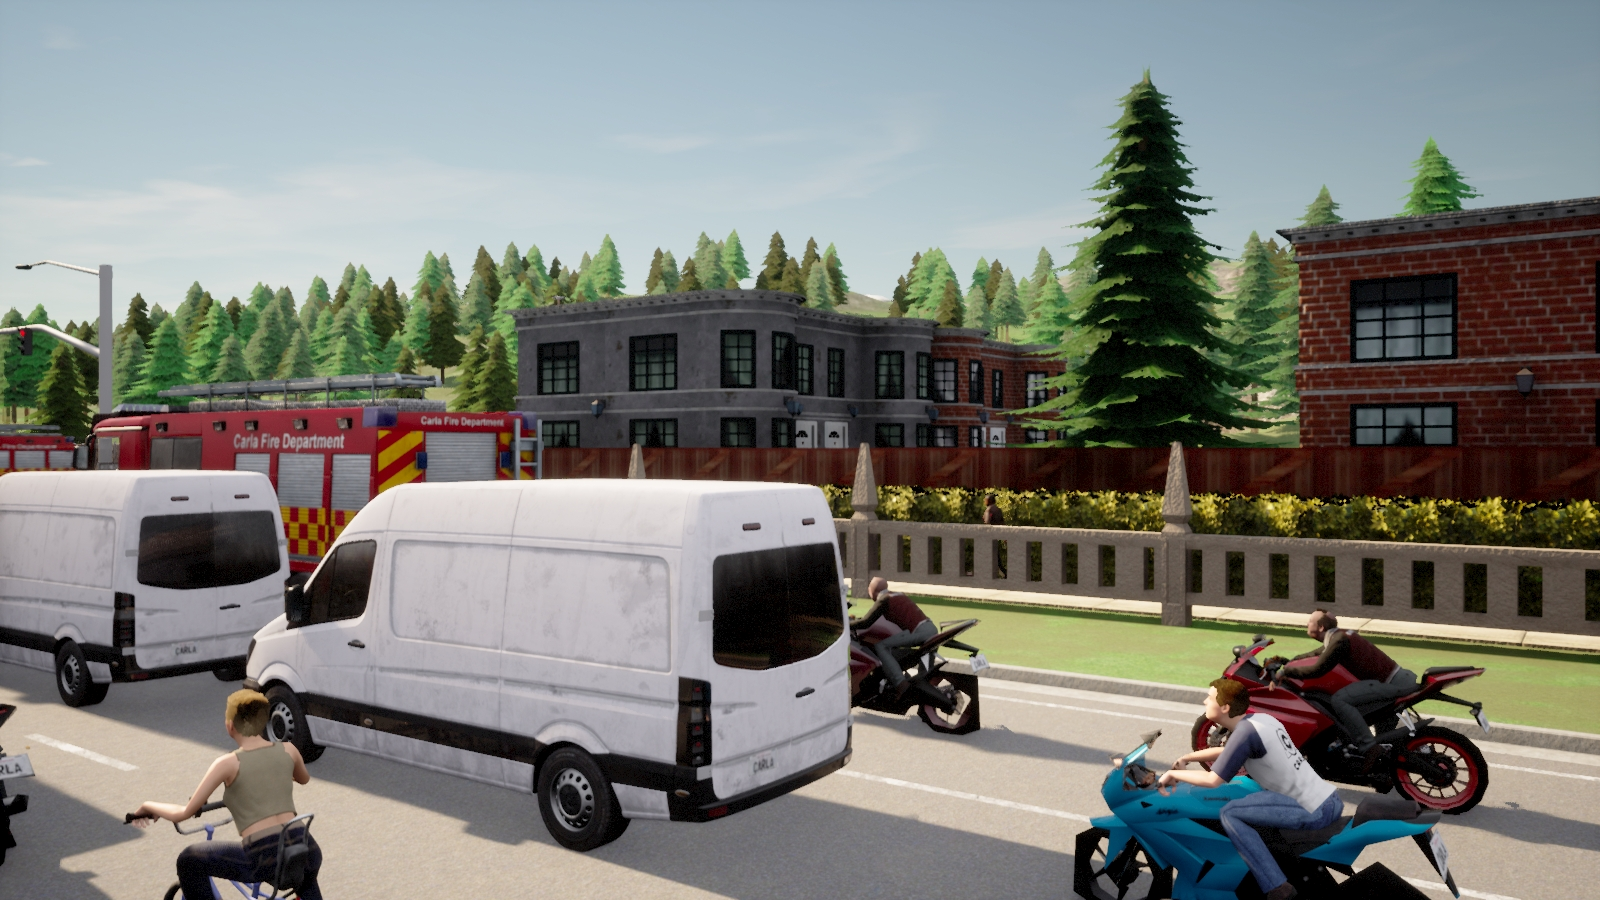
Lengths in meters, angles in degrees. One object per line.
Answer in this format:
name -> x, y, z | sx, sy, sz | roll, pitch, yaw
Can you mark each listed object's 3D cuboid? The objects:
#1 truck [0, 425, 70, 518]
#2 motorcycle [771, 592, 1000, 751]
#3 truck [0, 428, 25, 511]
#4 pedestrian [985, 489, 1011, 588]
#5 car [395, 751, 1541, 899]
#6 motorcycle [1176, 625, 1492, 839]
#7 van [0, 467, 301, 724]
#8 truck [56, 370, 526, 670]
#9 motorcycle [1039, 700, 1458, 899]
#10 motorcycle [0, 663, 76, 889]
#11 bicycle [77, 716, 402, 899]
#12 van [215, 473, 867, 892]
truck -> -34.777, 0.876, 46.099 | 2.891, 3.827, 8.468 | 0, 0, 36
motorcycle -> 0.853, 2.203, 11.733 | 2.209, 1.251, 0.867 | 0, 0, 35
truck -> -40.158, 0.874, 51.249 | 2.891, 3.827, 8.468 | 0, 0, 41
pedestrian -> 3.802, 1.694, 21.931 | 0.375, 1.860, 0.375 | 0, 0, 35
car -> 0.981, 2.065, 3.100 | 4.193, 1.474, 1.816 | 0, 0, 35
motorcycle -> 4.314, 2.204, 9.310 | 2.209, 1.251, 0.867 | 0, 0, 35
van -> -8.827, 1.530, 14.236 | 5.915, 2.561, 1.988 | 0, 0, 35
truck -> -8.356, 0.886, 18.177 | 8.468, 3.827, 2.891 | 0, 0, 35
motorcycle -> 2.445, 2.185, 6.345 | 2.033, 1.199, 0.803 | 0, 0, 35
motorcycle -> -6.050, 2.202, 8.010 | 2.209, 1.251, 0.867 | 0, 0, 35
bicycle -> -2.830, 2.156, 5.745 | 1.487, 1.277, 0.859 | 0, 0, 35
van -> -2.471, 1.532, 9.781 | 5.915, 2.561, 1.988 | 0, 0, 35
